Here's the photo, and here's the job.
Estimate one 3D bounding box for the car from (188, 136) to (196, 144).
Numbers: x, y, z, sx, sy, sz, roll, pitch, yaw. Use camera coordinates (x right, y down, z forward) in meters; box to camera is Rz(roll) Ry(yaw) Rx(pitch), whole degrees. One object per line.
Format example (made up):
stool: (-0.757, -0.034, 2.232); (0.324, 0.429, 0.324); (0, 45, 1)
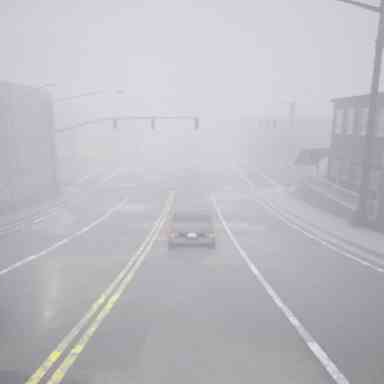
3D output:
car: (-0.016, -14.244, 91.138); (2.097, 1.767, 4.553); (0, 12, 0)

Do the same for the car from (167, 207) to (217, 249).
car: (-0.001, 1.341, 13.619); (2.033, 1.411, 5.357); (0, 3, 0)
